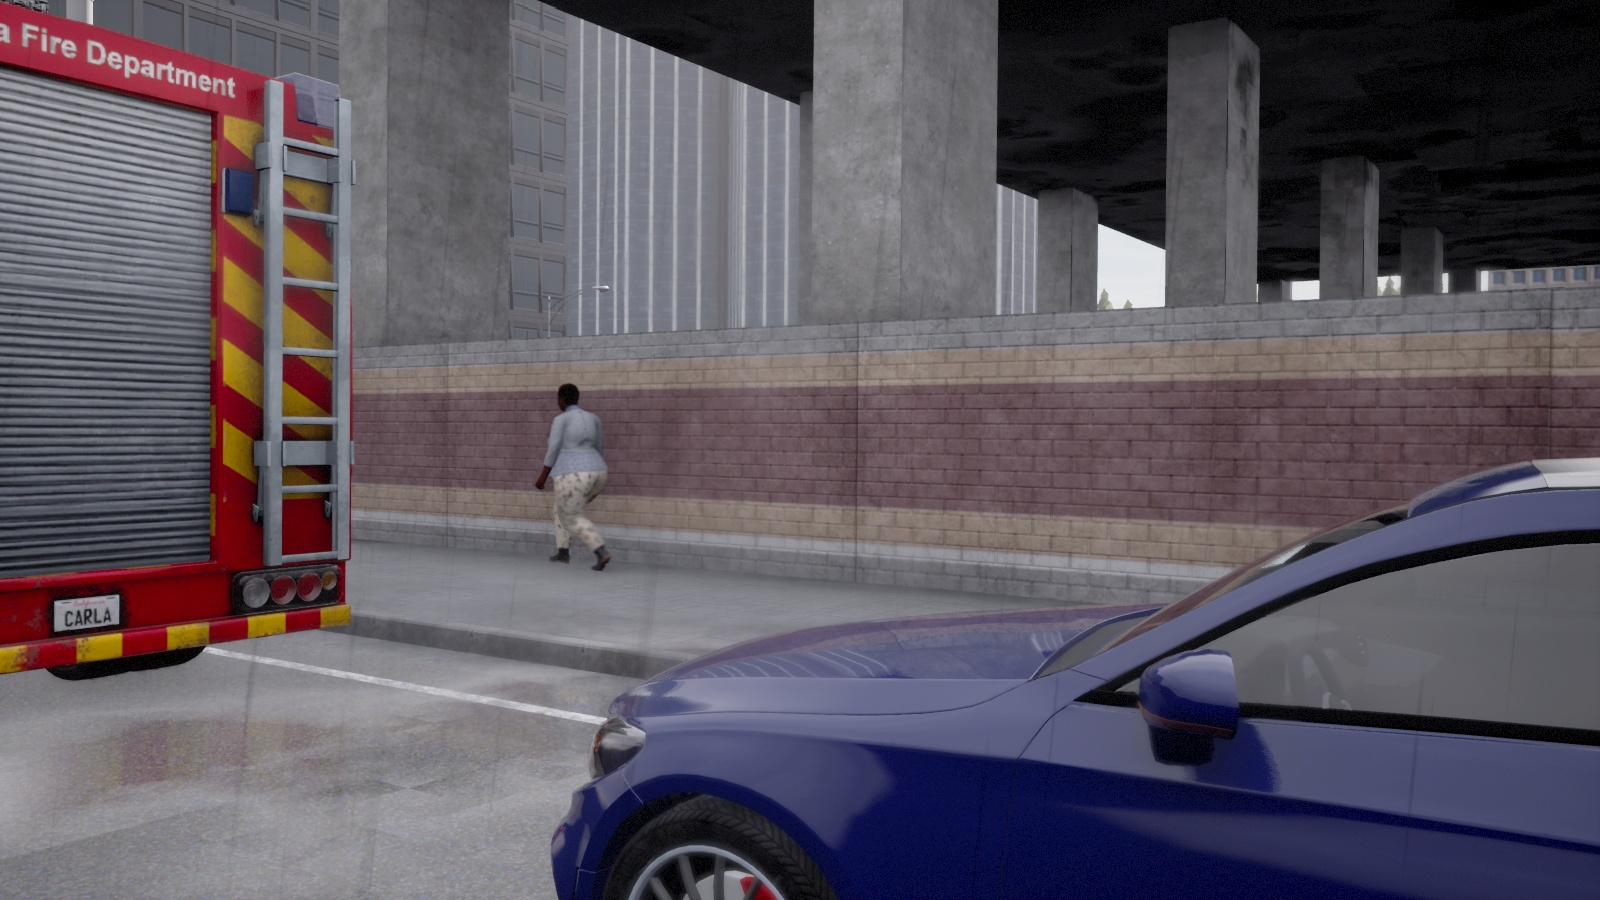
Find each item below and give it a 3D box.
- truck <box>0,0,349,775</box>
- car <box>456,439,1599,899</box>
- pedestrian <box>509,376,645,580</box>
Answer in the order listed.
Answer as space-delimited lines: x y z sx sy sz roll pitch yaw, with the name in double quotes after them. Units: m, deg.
-6.880 -0.483 8.172 8.468 3.827 2.891 0 1 34 "truck"
1.618 0.708 2.546 4.674 1.442 1.812 0 1 33 "car"
-2.130 0.248 12.026 0.900 1.855 0.874 0 1 34 "pedestrian"
